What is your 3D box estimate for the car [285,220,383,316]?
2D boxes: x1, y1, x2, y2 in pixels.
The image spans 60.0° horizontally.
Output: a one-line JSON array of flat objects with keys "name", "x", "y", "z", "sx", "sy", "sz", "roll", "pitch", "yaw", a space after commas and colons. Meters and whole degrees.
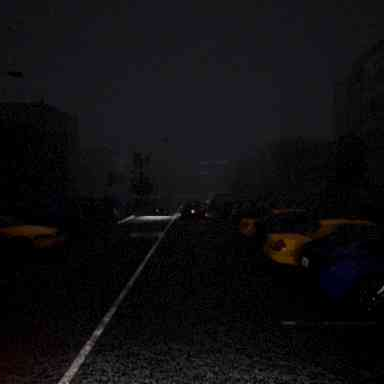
[{"name": "car", "x": 4.679, "y": 1.490, "z": 6.903, "sx": 4.792, "sy": 1.488, "sz": 2.163, "roll": 0, "pitch": 0, "yaw": 0}]

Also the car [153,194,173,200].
[{"name": "car", "x": -7.689, "y": 1.203, "z": 87.517, "sx": 5.008, "sy": 1.535, "sz": 2.097, "roll": 0, "pitch": 1, "yaw": 0}]

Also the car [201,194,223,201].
[{"name": "car", "x": 4.641, "y": 1.261, "z": 76.869, "sx": 4.892, "sy": 1.521, "sz": 2.231, "roll": 0, "pitch": 0, "yaw": 0}]

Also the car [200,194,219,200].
[{"name": "car", "x": 4.640, "y": 1.197, "z": 87.931, "sx": 4.892, "sy": 1.521, "sz": 2.231, "roll": 0, "pitch": 1, "yaw": 0}]

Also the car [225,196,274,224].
[{"name": "car", "x": 4.617, "y": 1.295, "z": 20.873, "sx": 4.553, "sy": 1.767, "sz": 2.185, "roll": 0, "pitch": 0, "yaw": 0}]

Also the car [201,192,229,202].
[{"name": "car", "x": 4.619, "y": 1.033, "z": 68.362, "sx": 5.566, "sy": 2.045, "sz": 2.435, "roll": 0, "pitch": 0, "yaw": 0}]

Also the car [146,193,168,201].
[{"name": "car", "x": -7.714, "y": 1.146, "z": 72.929, "sx": 4.553, "sy": 1.767, "sz": 2.185, "roll": 0, "pitch": 0, "yaw": 0}]

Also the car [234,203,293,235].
[{"name": "car", "x": 4.834, "y": 1.434, "z": 15.284, "sx": 5.366, "sy": 1.575, "sz": 1.946, "roll": 0, "pitch": 0, "yaw": 0}]

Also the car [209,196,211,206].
[{"name": "car", "x": 4.646, "y": 1.413, "z": 37.633, "sx": 4.674, "sy": 1.452, "sz": 2.002, "roll": 0, "pitch": 0, "yaw": 0}]

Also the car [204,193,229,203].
[{"name": "car", "x": 4.679, "y": 1.175, "z": 62.900, "sx": 4.553, "sy": 1.767, "sz": 2.185, "roll": 0, "pitch": 0, "yaw": 0}]

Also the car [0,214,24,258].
[{"name": "car", "x": -7.678, "y": 1.494, "z": 9.425, "sx": 4.674, "sy": 1.452, "sz": 2.002, "roll": 0, "pitch": 0, "yaw": 0}]

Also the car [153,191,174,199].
[{"name": "car", "x": -7.655, "y": 0.896, "z": 90.457, "sx": 5.566, "sy": 2.045, "sz": 2.435, "roll": 0, "pitch": 1, "yaw": 0}]

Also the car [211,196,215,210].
[{"name": "car", "x": 4.643, "y": 1.388, "z": 32.171, "sx": 5.008, "sy": 1.535, "sz": 2.097, "roll": 0, "pitch": 0, "yaw": 0}]

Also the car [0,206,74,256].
[{"name": "car", "x": -7.496, "y": 1.442, "z": 12.341, "sx": 5.366, "sy": 1.575, "sz": 1.946, "roll": 0, "pitch": 0, "yaw": 0}]

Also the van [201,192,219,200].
[{"name": "van", "x": 4.530, "y": 1.005, "z": 85.121, "sx": 4.442, "sy": 1.987, "sz": 1.878, "roll": 0, "pitch": 1, "yaw": 0}]

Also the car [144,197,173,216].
[{"name": "car", "x": -3.085, "y": 1.474, "z": 31.735, "sx": 1.994, "sy": 1.385, "sz": 4.181, "roll": 0, "pitch": 0, "yaw": 0}]

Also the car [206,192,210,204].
[{"name": "car", "x": 4.617, "y": 1.223, "z": 46.014, "sx": 4.553, "sy": 1.767, "sz": 2.185, "roll": 0, "pitch": 0, "yaw": 0}]

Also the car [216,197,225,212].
[{"name": "car", "x": 4.655, "y": 1.406, "z": 26.459, "sx": 4.892, "sy": 1.521, "sz": 2.231, "roll": 0, "pitch": 0, "yaw": 0}]

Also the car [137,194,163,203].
[{"name": "car", "x": -7.651, "y": 1.180, "z": 61.051, "sx": 4.553, "sy": 1.767, "sz": 2.185, "roll": 0, "pitch": 0, "yaw": 0}]

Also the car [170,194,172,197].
[{"name": "car", "x": -7.689, "y": 1.265, "z": 75.742, "sx": 4.892, "sy": 1.521, "sz": 2.231, "roll": 0, "pitch": 0, "yaw": 0}]

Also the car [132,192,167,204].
[{"name": "car", "x": -7.711, "y": 1.063, "z": 58.238, "sx": 5.566, "sy": 2.045, "sz": 2.435, "roll": 0, "pitch": 0, "yaw": 0}]

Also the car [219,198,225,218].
[{"name": "car", "x": 4.643, "y": 1.414, "z": 23.665, "sx": 4.892, "sy": 1.521, "sz": 2.231, "roll": 0, "pitch": 0, "yaw": 0}]

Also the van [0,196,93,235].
[{"name": "van", "x": -7.798, "y": 1.204, "z": 17.797, "sx": 4.442, "sy": 1.987, "sz": 1.878, "roll": 0, "pitch": 0, "yaw": 0}]

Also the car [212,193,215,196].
[{"name": "car", "x": 4.679, "y": 1.255, "z": 34.840, "sx": 4.553, "sy": 1.767, "sz": 2.185, "roll": 0, "pitch": 0, "yaw": 0}]

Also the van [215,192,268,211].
[{"name": "van", "x": 4.532, "y": 1.171, "z": 29.252, "sx": 4.442, "sy": 1.987, "sz": 1.878, "roll": 0, "pitch": 0, "yaw": 0}]

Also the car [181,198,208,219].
[{"name": "car", "x": 0.079, "y": 1.484, "z": 27.823, "sx": 1.994, "sy": 1.385, "sz": 4.181, "roll": 0, "pitch": 0, "yaw": 0}]

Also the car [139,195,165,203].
[{"name": "car", "x": -7.680, "y": 1.337, "z": 63.990, "sx": 4.674, "sy": 1.452, "sz": 2.002, "roll": 0, "pitch": 0, "yaw": 0}]

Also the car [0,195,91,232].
[{"name": "car", "x": -7.709, "y": 1.186, "z": 15.006, "sx": 5.566, "sy": 2.045, "sz": 2.435, "roll": 0, "pitch": 0, "yaw": 0}]

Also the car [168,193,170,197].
[{"name": "car", "x": -7.712, "y": 1.310, "z": 69.991, "sx": 4.792, "sy": 1.488, "sz": 2.163, "roll": 0, "pitch": 0, "yaw": 0}]

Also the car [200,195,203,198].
[{"name": "car", "x": 0.090, "y": 1.442, "z": 42.906, "sx": 1.994, "sy": 1.385, "sz": 4.181, "roll": 0, "pitch": 0, "yaw": 0}]

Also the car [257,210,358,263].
[{"name": "car", "x": 4.835, "y": 1.450, "z": 9.697, "sx": 5.366, "sy": 1.575, "sz": 1.946, "roll": 0, "pitch": 0, "yaw": 0}]

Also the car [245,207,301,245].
[{"name": "car", "x": 4.678, "y": 1.474, "z": 12.492, "sx": 4.792, "sy": 1.488, "sz": 2.163, "roll": 0, "pitch": 0, "yaw": 0}]

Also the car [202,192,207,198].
[{"name": "car", "x": 4.676, "y": 1.089, "z": 48.808, "sx": 5.566, "sy": 2.045, "sz": 2.435, "roll": 0, "pitch": 0, "yaw": 0}]

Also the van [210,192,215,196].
[{"name": "van", "x": 4.765, "y": 1.139, "z": 40.426, "sx": 4.442, "sy": 1.987, "sz": 1.878, "roll": 0, "pitch": 0, "yaw": 0}]
